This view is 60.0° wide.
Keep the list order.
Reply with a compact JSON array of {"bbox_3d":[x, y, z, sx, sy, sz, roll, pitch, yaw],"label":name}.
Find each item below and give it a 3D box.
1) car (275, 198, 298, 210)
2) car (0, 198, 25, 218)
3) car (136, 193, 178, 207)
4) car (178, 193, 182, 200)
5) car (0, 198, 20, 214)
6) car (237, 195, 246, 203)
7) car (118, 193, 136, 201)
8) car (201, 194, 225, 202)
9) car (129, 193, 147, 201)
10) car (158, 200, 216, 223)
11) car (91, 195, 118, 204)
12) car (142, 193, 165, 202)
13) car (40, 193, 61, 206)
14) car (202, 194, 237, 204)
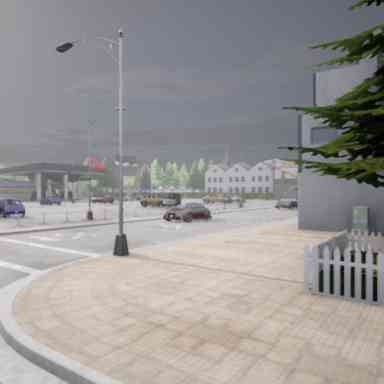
[{"bbox_3d":[12.234,1.505,42.527,1.812,1.442,4.674,0,0,36],"label":"car"},{"bbox_3d":[-15.574,1.365,27.773,3.633,1.501,1.845,0,0,36],"label":"car"},{"bbox_3d":[-4.544,1.089,42.729,4.605,1.855,1.932,0,0,36],"label":"car"},{"bbox_3d":[-3.170,1.068,45.323,3.866,1.878,1.905,0,0,36],"label":"car"},{"bbox_3d":[-19.828,1.373,34.545,3.806,1.475,1.970,0,0,36],"label":"car"},{"bbox_3d":[7.857,1.223,61.059,3.806,1.475,1.970,0,0,36],"label":"car"},{"bbox_3d":[-14.758,1.344,73.381,3.806,1.475,1.970,0,0,36],"label":"car"},{"bbox_3d":[4.305,1.287,68.164,4.514,1.523,2.007,0,0,36],"label":"car"},{"bbox_3d":[-12.310,1.060,75.712,3.866,1.878,1.905,0,0,36],"label":"car"},{"bbox_3d":[-0.297,1.544,25.349,1.994,1.385,4.181,0,0,36],"label":"car"},{"bbox_3d":[-15.769,1.283,58.768,4.514,1.523,2.007,0,0,36],"label":"car"},{"bbox_3d":[-7.874,1.083,68.430,4.605,1.855,1.932,0,0,36],"label":"car"},{"bbox_3d":[-21.675,1.305,50.707,3.633,1.501,1.845,0,0,36],"label":"car"},{"bbox_3d":[4.348,1.145,55.676,5.027,1.636,2.152,0,0,36],"label":"car"}]
